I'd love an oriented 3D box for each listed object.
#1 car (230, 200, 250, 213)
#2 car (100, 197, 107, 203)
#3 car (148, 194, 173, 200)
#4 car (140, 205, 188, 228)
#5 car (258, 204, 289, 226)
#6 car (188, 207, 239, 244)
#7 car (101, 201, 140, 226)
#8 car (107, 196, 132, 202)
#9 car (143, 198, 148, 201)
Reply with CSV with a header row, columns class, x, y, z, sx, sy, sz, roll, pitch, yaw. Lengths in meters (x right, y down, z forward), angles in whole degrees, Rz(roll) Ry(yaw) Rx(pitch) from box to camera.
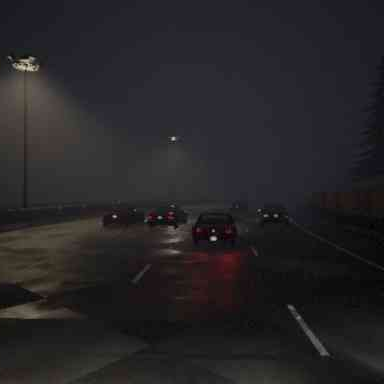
class,x,y,z,sx,sy,sz,roll,pitch,yaw
car,5.523,1.632,38.313,2.033,1.411,5.357,0,0,15
car,-15.576,1.570,63.690,1.882,1.535,5.008,0,0,21
car,-5.318,1.329,61.066,2.150,2.045,5.566,0,0,23
car,-1.519,1.588,22.338,2.033,1.411,5.357,0,0,9
car,5.878,1.605,24.103,2.033,1.411,5.357,0,0,10
car,1.148,1.634,15.930,1.895,1.301,4.718,0,0,6
car,-4.757,1.601,23.846,1.994,1.385,4.181,0,0,9
car,-12.860,1.445,61.051,2.097,1.767,4.553,0,0,21
car,-7.779,1.634,64.240,1.812,1.442,4.674,0,0,23
